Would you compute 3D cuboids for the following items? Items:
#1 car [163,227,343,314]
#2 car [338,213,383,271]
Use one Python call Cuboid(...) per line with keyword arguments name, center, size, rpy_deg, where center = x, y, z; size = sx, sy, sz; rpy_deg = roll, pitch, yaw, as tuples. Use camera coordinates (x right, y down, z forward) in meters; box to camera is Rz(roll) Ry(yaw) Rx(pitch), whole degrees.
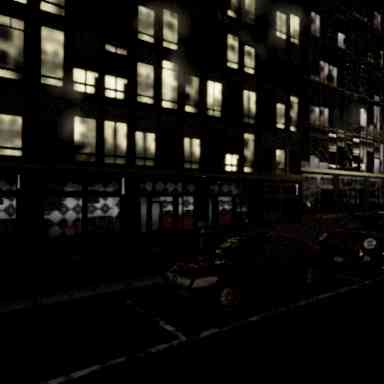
Cuboid(name="car", center=(1.362, 1.574, 7.545), size=(4.206, 1.307, 1.802), rpy_deg=(0, 1, -36))
Cuboid(name="car", center=(5.864, 1.421, 10.783), size=(4.097, 1.590, 1.967), rpy_deg=(0, 1, -36))
